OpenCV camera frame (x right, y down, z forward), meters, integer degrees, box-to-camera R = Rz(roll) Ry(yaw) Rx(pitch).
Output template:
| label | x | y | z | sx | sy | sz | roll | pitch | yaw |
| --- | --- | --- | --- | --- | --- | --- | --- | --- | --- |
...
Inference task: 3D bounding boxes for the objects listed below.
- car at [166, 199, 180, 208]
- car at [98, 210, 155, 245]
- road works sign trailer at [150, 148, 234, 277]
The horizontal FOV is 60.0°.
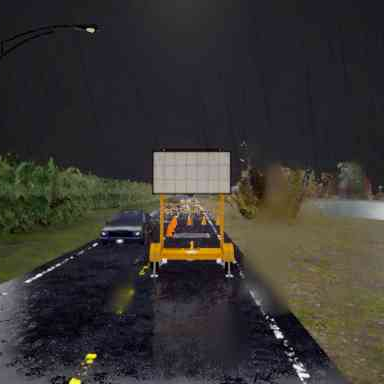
| label | x | y | z | sx | sy | sz | roll | pitch | yaw |
| --- | --- | --- | --- | --- | --- | --- | --- | --- | --- |
| car | -2.765 | 1.676 | 49.222 | 1.895 | 1.301 | 4.718 | 0 | 0 | 0 |
| car | -2.856 | 1.560 | 15.816 | 2.033 | 1.411 | 5.357 | 0 | 0 | 0 |
| road works sign trailer | -0.004 | 0.471 | 10.234 | 2.380 | 3.560 | 2.880 | 0 | 0 | 0 |
